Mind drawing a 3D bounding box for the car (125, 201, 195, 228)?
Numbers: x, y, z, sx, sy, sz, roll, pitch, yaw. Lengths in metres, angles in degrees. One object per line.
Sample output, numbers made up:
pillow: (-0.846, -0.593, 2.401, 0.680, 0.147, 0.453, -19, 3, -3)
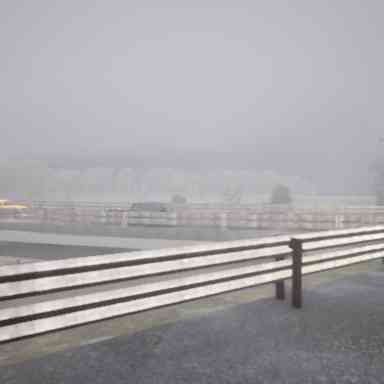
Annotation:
car: (-2.092, 1.411, 21.766, 4.553, 1.767, 2.097, 0, 0, 14)

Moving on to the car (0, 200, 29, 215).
car: (-17.262, 1.487, 30.685, 5.008, 1.535, 1.882, 0, 0, 24)
